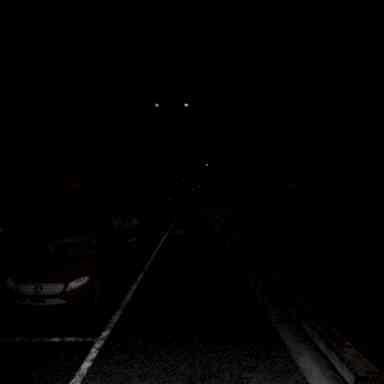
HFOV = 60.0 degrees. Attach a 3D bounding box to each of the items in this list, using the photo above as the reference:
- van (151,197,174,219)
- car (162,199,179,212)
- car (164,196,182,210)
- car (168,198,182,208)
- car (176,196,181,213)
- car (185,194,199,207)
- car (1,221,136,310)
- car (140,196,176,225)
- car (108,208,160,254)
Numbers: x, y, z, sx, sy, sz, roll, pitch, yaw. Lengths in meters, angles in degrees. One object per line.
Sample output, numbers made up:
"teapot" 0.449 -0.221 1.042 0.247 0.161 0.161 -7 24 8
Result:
"van" -2.636 1.408 30.237 1.690 1.788 3.998 0 0 0
"car" -2.638 1.631 41.294 1.752 1.417 4.829 0 0 0
"car" -2.638 1.444 47.078 2.192 1.841 5.009 0 0 0
"car" -2.639 1.703 52.692 2.008 1.369 4.403 0 0 0
"car" -2.637 1.401 35.851 2.192 1.841 5.009 0 0 0
"car" -0.004 1.380 54.228 2.150 2.045 5.566 0 0 0
"car" -2.635 1.594 7.781 1.802 1.307 4.206 0 0 0
"car" -2.635 1.365 24.623 2.192 1.841 5.009 0 0 0
"car" -2.635 1.573 13.395 2.008 1.369 4.403 0 0 0
